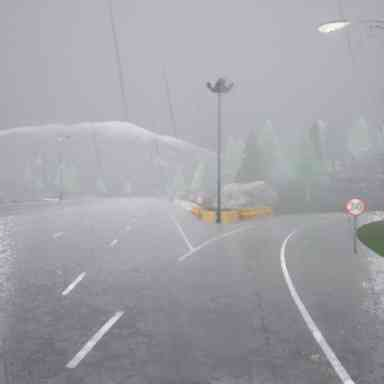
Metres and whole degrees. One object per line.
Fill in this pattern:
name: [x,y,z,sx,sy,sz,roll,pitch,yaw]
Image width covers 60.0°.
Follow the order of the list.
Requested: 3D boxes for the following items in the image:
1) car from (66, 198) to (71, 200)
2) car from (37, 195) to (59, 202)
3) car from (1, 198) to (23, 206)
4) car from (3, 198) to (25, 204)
car: [-29.347,1.794,80.816,1.994,1.385,4.181,1,-1,-6]
car: [-27.830,1.693,65.230,2.150,2.045,5.566,1,-1,-6]
car: [-34.784,1.894,64.394,1.837,1.490,4.892,1,-1,-6]
car: [-26.371,1.910,49.694,1.895,1.301,4.718,1,-1,-5]
